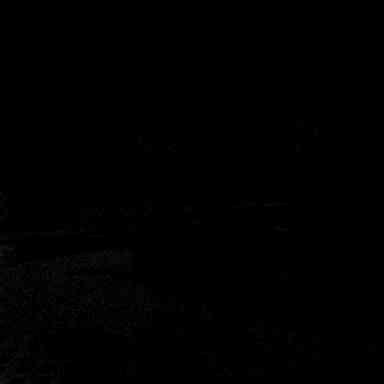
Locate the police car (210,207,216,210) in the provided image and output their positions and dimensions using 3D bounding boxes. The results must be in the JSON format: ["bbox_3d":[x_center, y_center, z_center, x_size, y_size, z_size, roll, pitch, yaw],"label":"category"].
[{"bbox_3d":[1.427,1.847,22.805,2.038,1.542,4.974,-1,-2,35],"label":"police car"}]
